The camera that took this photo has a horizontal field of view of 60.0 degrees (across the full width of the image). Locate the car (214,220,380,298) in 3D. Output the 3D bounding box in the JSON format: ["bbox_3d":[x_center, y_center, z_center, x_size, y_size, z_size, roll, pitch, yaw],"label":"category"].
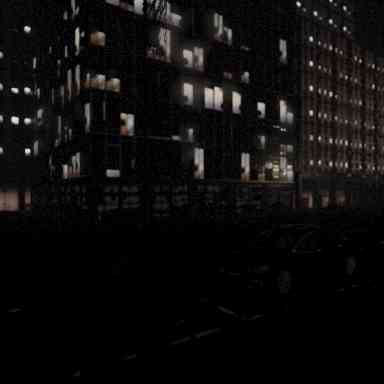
[{"bbox_3d":[2.544,1.519,8.372,4.403,1.369,2.008,0,0,-35],"label":"car"}]

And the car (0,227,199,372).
[{"bbox_3d":[-1.961,1.434,5.161,4.097,1.590,1.967,0,0,-35],"label":"car"}]

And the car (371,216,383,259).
[{"bbox_3d":[7.049,1.489,11.583,4.507,1.381,1.887,0,0,-35],"label":"car"}]
